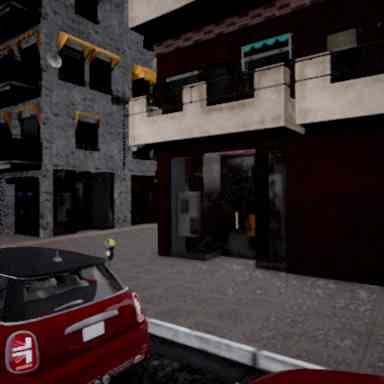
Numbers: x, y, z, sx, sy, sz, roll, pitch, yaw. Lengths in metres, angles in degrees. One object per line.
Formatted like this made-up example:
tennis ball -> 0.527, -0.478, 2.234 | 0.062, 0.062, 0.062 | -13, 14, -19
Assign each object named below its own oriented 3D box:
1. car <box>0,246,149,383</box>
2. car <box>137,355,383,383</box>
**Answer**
car -> -2.597, 1.484, 4.576 | 4.097, 1.590, 1.967 | -1, 0, 36
car -> 1.956, 1.573, 1.324 | 4.206, 1.307, 1.802 | -1, 0, 36
